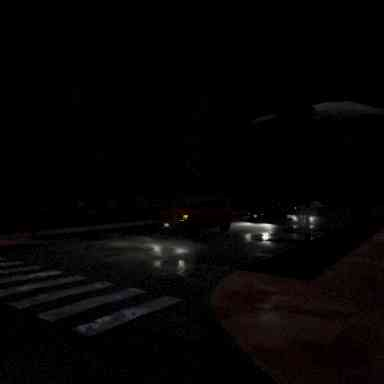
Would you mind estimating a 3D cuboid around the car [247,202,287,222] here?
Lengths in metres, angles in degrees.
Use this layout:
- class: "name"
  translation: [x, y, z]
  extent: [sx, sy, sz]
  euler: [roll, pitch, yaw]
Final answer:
- class: "car"
  translation: [6.269, 1.606, 27.373]
  extent: [1.837, 1.490, 4.892]
  euler: [0, 0, 37]

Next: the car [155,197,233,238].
- class: "car"
  translation: [0.310, 1.322, 19.175]
  extent: [2.150, 2.045, 5.566]
  euler: [0, 0, 36]

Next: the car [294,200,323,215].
- class: "car"
  translation: [12.501, 1.630, 35.397]
  extent: [1.812, 1.442, 4.674]
  euler: [0, 0, 40]
